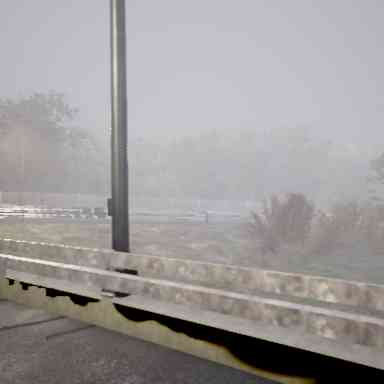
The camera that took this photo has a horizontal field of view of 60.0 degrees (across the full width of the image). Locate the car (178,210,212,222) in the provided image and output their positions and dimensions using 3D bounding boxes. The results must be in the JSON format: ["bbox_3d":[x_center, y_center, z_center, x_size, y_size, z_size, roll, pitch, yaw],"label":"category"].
[{"bbox_3d":[0.417,3.271,45.441,4.902,1.511,2.128,3,-2,-26],"label":"car"}]
